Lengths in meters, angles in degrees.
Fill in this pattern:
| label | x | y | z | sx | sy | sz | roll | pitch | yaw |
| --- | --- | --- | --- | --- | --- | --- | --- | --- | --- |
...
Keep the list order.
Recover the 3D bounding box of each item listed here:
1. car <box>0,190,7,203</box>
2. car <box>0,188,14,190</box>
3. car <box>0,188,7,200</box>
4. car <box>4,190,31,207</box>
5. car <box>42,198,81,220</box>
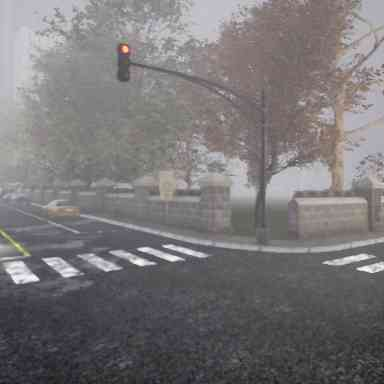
| label | x | y | z | sx | sy | sz | roll | pitch | yaw |
| --- | --- | --- | --- | --- | --- | --- | --- | --- | --- |
| car | -22.187 | 0.766 | 41.119 | 1.947 | 1.339 | 4.313 | 1 | 0 | -36 |
| car | -25.439 | 0.419 | 45.595 | 2.192 | 1.841 | 5.009 | 1 | 0 | -36 |
| car | -31.957 | 0.225 | 54.547 | 2.192 | 1.841 | 5.009 | 1 | 0 | -36 |
| car | -18.926 | 0.849 | 36.642 | 2.008 | 1.369 | 4.403 | 1 | 0 | -36 |
| car | -9.249 | 1.114 | 23.350 | 1.752 | 1.417 | 4.829 | 1 | 0 | -36 |
